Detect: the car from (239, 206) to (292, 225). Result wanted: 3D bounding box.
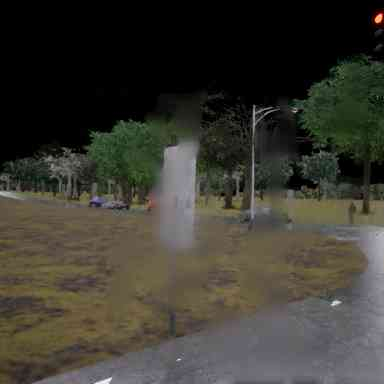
[{"bbox_3d":[5.542,1.767,25.475,1.994,1.385,4.181,3,-2,-34],"label":"car"}]

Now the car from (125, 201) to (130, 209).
[{"bbox_3d":[-12.297,2.189,56.733,1.837,1.490,4.892,3,-2,-36],"label":"car"}]

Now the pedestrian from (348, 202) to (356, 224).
[{"bbox_3d":[13.339,1.718,27.808,0.375,1.860,0.375,2,-1,-36],"label":"pedestrian"}]

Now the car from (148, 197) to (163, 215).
[{"bbox_3d":[-2.925,1.605,37.401,2.150,2.045,5.566,3,-2,-35],"label":"car"}]

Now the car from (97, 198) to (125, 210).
[{"bbox_3d":[-12.285,2.078,50.451,1.994,1.385,4.181,3,-2,-35],"label":"car"}]

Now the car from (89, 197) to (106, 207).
[{"bbox_3d":[-18.387,1.964,65.212,2.150,2.045,5.566,3,-2,-36],"label":"car"}]
